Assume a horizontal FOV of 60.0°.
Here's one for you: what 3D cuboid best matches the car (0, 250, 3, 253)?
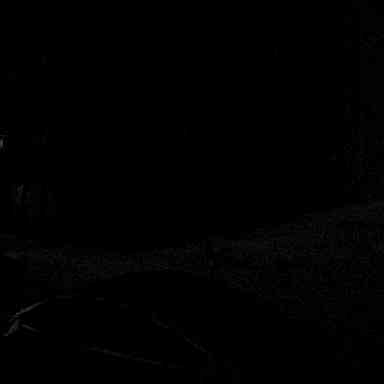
[{"bbox_3d":[-5.181,1.548,6.772,4.313,1.339,1.947,0,0,35],"label":"car"}]

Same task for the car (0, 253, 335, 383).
[{"bbox_3d":[-0.745,1.560,3.609,4.313,1.339,1.947,0,0,35],"label":"car"}]
